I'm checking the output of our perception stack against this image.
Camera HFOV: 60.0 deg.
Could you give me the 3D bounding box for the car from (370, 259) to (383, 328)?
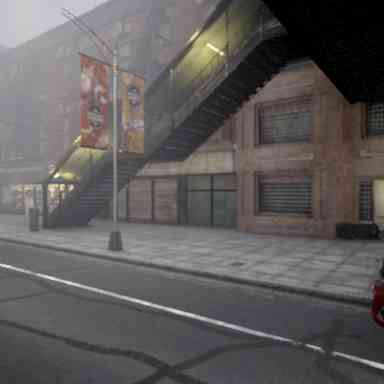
[{"bbox_3d":[5.255,1.232,3.870,5.566,2.045,2.435,0,0,35],"label":"car"}]
